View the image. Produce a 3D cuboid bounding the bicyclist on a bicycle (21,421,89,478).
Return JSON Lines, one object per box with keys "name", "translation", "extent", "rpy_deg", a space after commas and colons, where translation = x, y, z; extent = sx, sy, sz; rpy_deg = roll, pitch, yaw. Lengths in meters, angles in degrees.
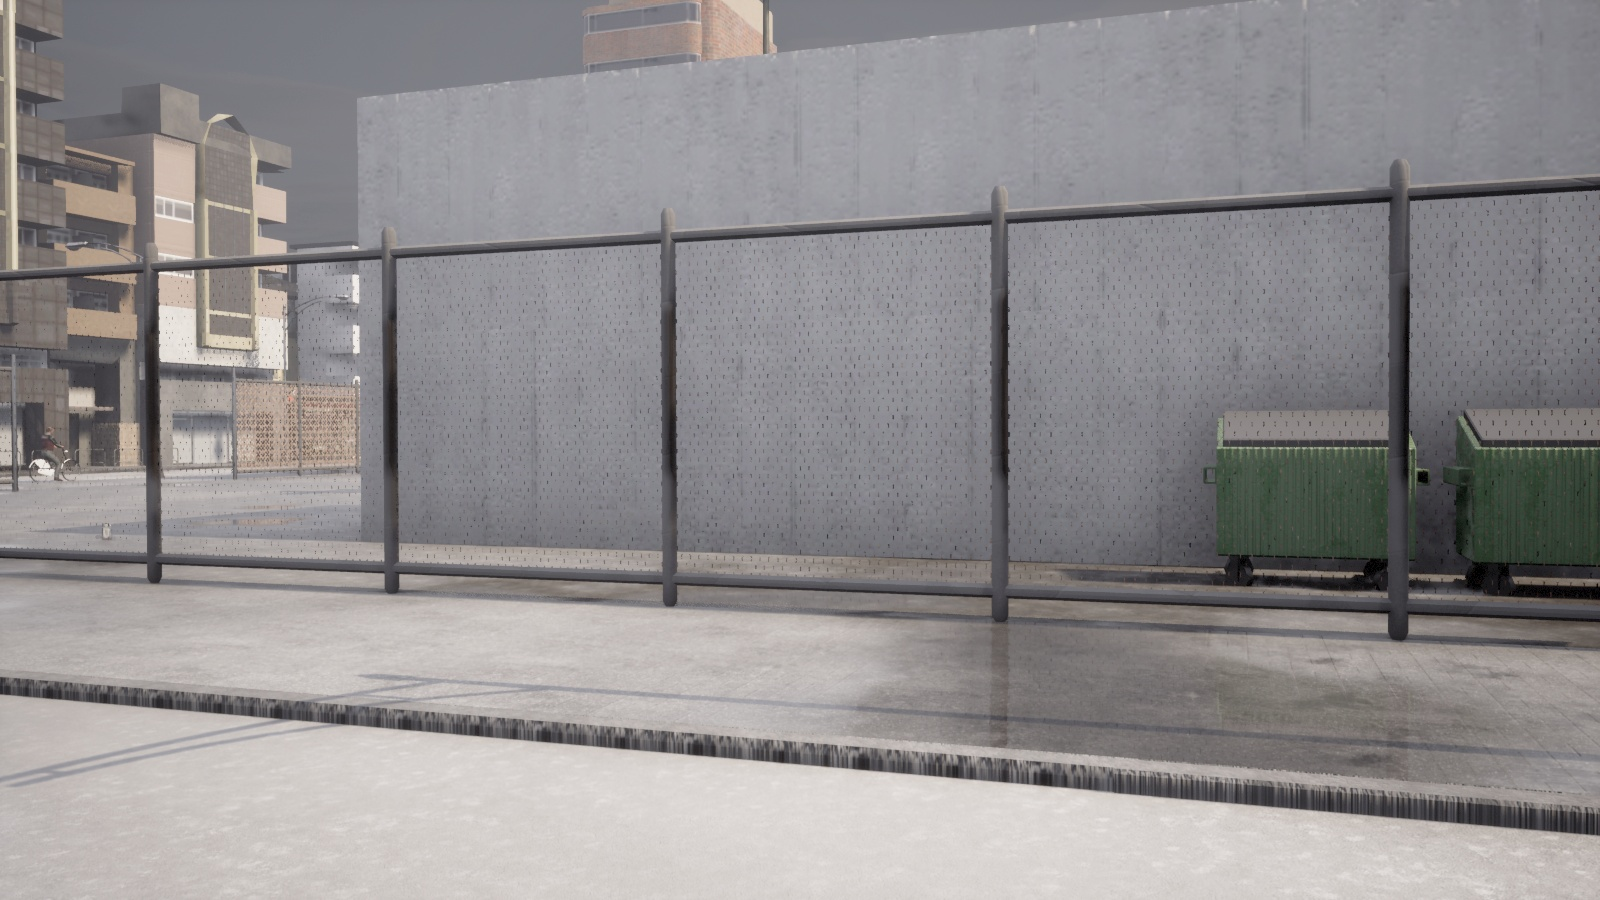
{"name": "bicyclist on a bicycle", "translation": [-23.671, -0.031, 39.939], "extent": [0.659, 1.776, 1.843], "rpy_deg": [1, 1, 19]}
